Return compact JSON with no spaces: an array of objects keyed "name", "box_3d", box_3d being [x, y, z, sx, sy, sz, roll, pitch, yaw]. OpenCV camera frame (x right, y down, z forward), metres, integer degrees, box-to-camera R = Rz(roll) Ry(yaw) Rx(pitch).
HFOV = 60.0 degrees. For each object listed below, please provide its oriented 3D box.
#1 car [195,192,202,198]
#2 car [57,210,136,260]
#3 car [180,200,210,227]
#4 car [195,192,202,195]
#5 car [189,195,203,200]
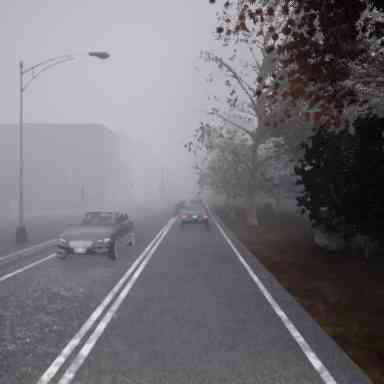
[{"name":"car","box_3d":[1.858,0.821,91.195,1.837,1.490,4.892,0,1,2]},{"name":"car","box_3d":[-3.311,1.461,12.316,2.128,1.511,4.902,0,0,0]},{"name":"car","box_3d":[0.191,1.495,22.029,2.033,1.411,5.357,0,0,1]},{"name":"car","box_3d":[1.535,1.042,80.779,1.882,1.535,5.008,0,1,2]},{"name":"car","box_3d":[0.525,1.422,42.972,1.994,1.385,4.181,0,0,1]}]
